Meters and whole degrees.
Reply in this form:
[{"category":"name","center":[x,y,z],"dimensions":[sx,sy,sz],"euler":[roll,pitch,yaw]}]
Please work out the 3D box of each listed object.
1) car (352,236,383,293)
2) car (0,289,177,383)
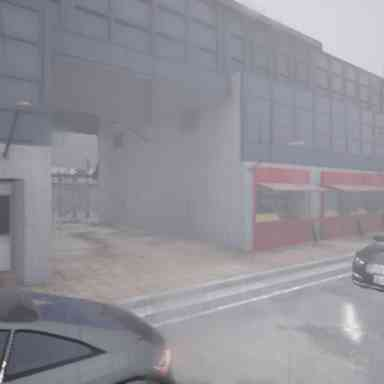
[{"category":"car","center":[5.765,1.482,7.985],"dimensions":[4.902,1.511,2.128],"euler":[0,0,-36]},{"category":"car","center":[-2.153,1.564,2.446],"dimensions":[4.181,1.385,1.994],"euler":[0,0,-35]}]
